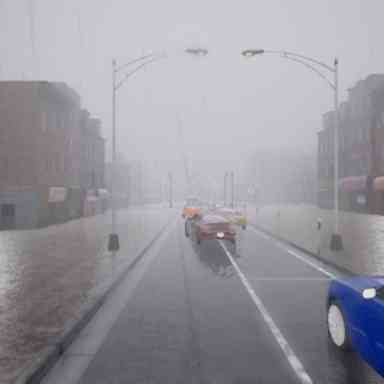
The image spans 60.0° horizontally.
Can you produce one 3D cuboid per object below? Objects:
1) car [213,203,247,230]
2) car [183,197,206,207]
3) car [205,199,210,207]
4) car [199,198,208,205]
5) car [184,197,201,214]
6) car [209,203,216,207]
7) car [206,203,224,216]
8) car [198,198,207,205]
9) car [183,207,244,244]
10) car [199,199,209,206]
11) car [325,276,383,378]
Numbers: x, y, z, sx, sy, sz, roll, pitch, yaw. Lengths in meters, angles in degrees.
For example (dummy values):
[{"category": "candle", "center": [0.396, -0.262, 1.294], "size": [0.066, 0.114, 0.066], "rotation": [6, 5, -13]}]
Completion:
[{"category": "car", "center": [2.667, 1.748, 22.787], "size": [1.752, 1.417, 4.829], "rotation": [0, -1, 0]}, {"category": "car", "center": [0.137, 1.696, 33.963], "size": [2.097, 1.767, 4.553], "rotation": [0, -1, 0]}, {"category": "car", "center": [2.683, 1.779, 33.551], "size": [1.967, 1.590, 4.097], "rotation": [0, -1, 0]}, {"category": "car", "center": [2.753, 2.299, 81.760], "size": [2.192, 1.841, 5.009], "rotation": [-1, -1, 0]}, {"category": "car", "center": [0.100, 1.684, 44.060], "size": [2.150, 2.045, 5.566], "rotation": [0, -1, 1]}, {"category": "car", "center": [2.675, 1.861, 28.083], "size": [1.802, 1.307, 4.206], "rotation": [0, -1, 0]}, {"category": "car", "center": [2.692, 1.984, 39.016], "size": [1.802, 1.307, 4.206], "rotation": [0, -1, 0]}, {"category": "car", "center": [2.761, 2.380, 87.162], "size": [2.192, 1.841, 5.009], "rotation": [-1, -1, 0]}, {"category": "car", "center": [0.817, 1.684, 16.571], "size": [1.812, 1.442, 4.674], "rotation": [0, 0, -10]}, {"category": "car", "center": [2.746, 2.343, 76.357], "size": [1.967, 1.590, 4.097], "rotation": [-1, -1, 0]}, {"category": "car", "center": [3.018, 1.508, 3.253], "size": [1.882, 1.535, 5.008], "rotation": [0, -1, 0]}]
